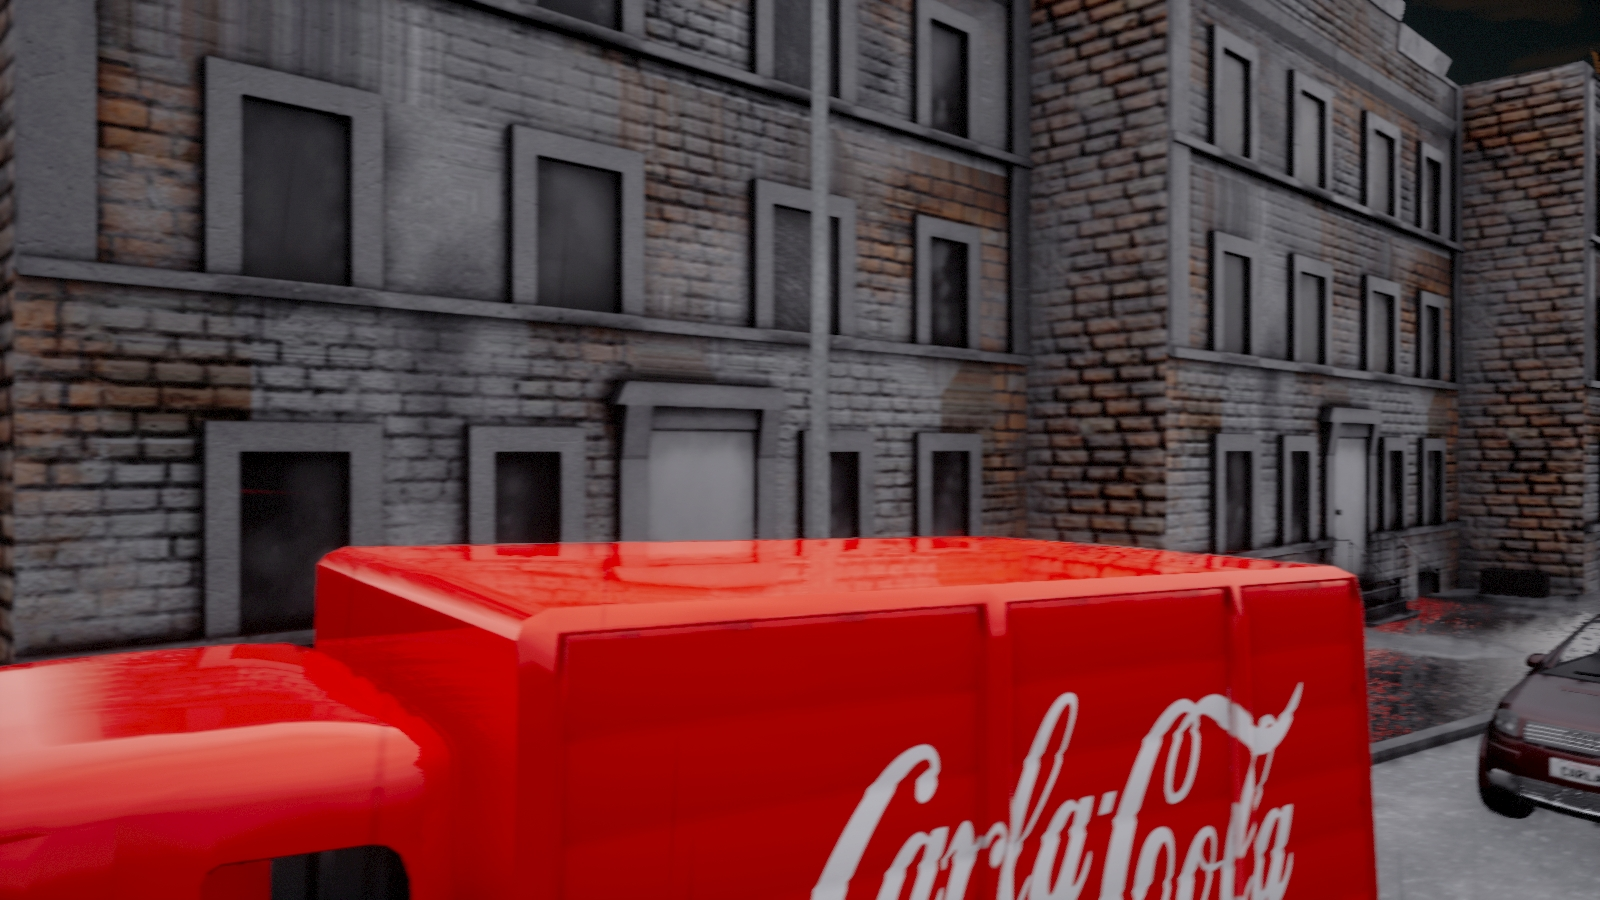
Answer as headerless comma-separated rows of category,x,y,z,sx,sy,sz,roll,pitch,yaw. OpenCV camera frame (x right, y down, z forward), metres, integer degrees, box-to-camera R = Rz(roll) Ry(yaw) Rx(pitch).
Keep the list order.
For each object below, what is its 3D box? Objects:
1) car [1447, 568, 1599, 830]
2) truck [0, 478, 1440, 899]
car,6.880,1.808,8.866,3.705,1.549,1.789,0,0,-34
truck,-0.584,1.365,3.761,5.204,2.467,2.627,1,-1,-34
